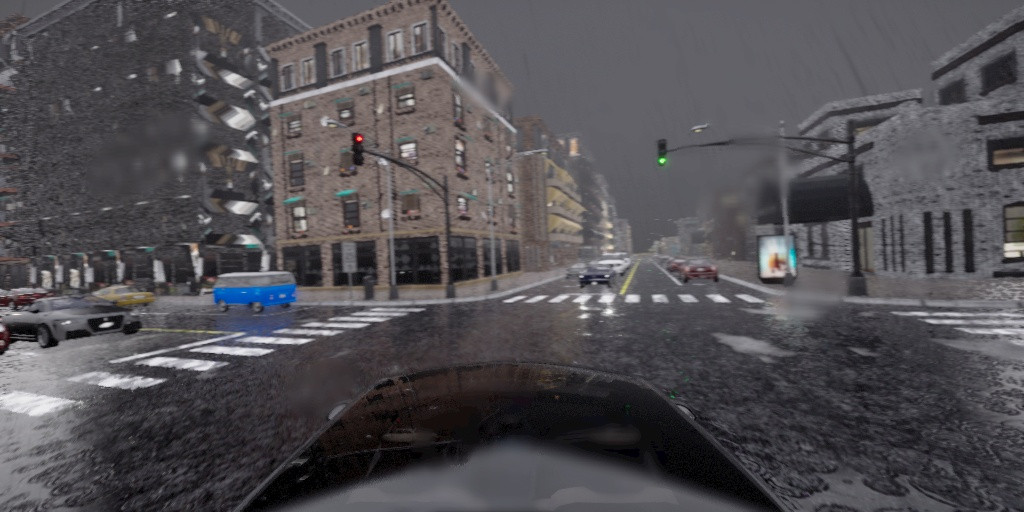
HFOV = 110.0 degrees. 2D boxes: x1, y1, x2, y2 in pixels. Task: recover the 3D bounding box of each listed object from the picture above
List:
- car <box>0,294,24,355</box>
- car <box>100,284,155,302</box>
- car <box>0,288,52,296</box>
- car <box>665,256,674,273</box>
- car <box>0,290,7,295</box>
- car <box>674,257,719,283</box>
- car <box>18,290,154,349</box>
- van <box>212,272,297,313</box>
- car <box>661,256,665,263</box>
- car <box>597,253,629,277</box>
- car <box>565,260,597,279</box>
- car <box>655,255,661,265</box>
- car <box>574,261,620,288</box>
[{"bbox_3d":[-14.975,1.906,9.062,4.097,1.591,1.967,0,0,20],"label":"car"},{"bbox_3d":[-22.966,2.340,20.805,4.829,1.417,1.751,0,0,20],"label":"car"},{"bbox_3d":[-33.460,2.860,24.545,4.507,1.381,1.888,0,0,20],"label":"car"},{"bbox_3d":[15.591,0.821,33.396,1.802,1.307,4.207,0,0,20],"label":"car"},{"bbox_3d":[-23.903,2.378,14.980,4.892,1.490,1.837,-3,0,19],"label":"car"},{"bbox_3d":[11.692,0.783,22.691,1.967,1.591,4.097,0,0,20],"label":"car"},{"bbox_3d":[-14.132,1.987,11.498,4.181,1.385,1.994,-3,0,20],"label":"car"},{"bbox_3d":[-12.150,1.665,16.952,3.998,1.789,1.690,0,0,20],"label":"van"},{"bbox_3d":[17.541,0.738,38.749,2.007,1.370,4.403,0,0,20],"label":"car"},{"bbox_3d":[9.045,0.748,32.460,2.150,2.045,5.566,-3,0,20],"label":"car"},{"bbox_3d":[5.772,1.215,30.901,2.007,1.370,4.403,0,0,20],"label":"car"},{"bbox_3d":[23.390,0.588,54.805,2.007,1.370,4.403,0,0,20],"label":"car"},{"bbox_3d":[5.407,1.225,22.421,1.895,1.301,4.718,-3,0,20],"label":"car"}]
